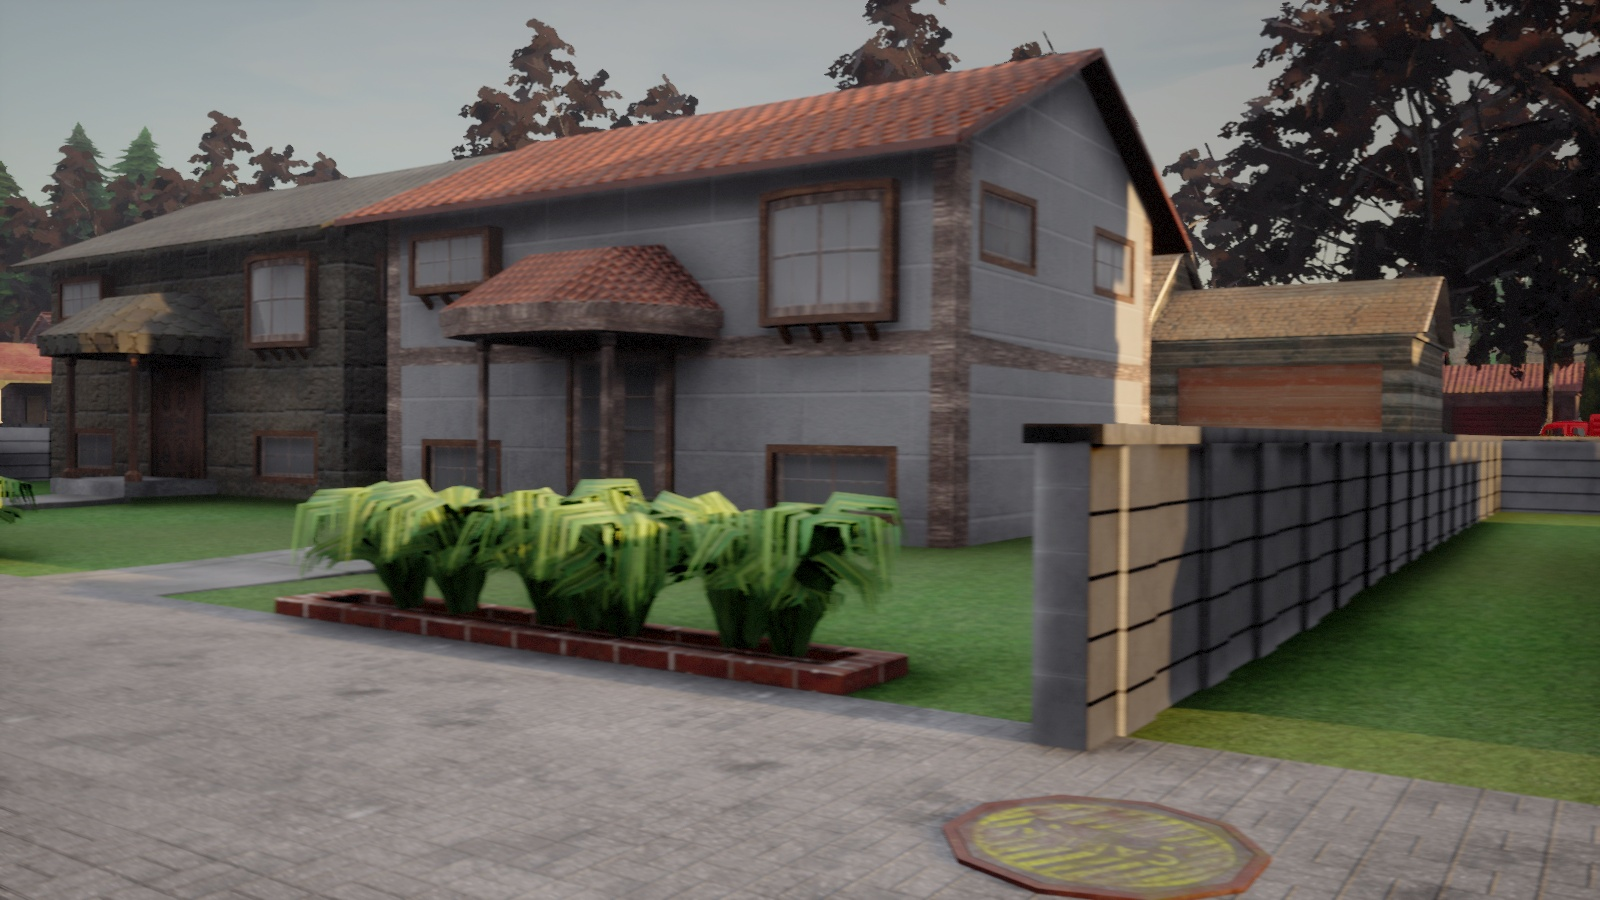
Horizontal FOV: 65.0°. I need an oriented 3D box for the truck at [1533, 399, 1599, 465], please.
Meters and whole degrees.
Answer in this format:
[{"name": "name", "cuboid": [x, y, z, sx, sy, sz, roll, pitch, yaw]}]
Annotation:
[{"name": "truck", "cuboid": [31.024, -0.690, 47.846, 5.204, 2.467, 2.627, 0, 1, 34]}]
